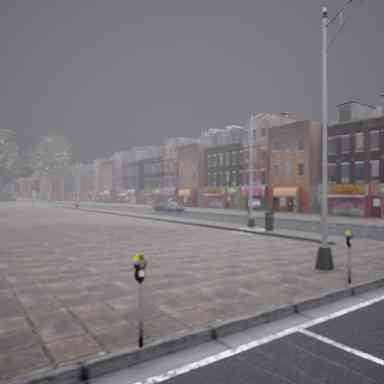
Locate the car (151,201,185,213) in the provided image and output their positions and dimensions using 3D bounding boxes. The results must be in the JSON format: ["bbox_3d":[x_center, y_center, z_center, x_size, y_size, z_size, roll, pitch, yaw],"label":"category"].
[{"bbox_3d":[-2.973,1.800,40.462,2.033,1.411,5.357,0,0,-35],"label":"car"}]
